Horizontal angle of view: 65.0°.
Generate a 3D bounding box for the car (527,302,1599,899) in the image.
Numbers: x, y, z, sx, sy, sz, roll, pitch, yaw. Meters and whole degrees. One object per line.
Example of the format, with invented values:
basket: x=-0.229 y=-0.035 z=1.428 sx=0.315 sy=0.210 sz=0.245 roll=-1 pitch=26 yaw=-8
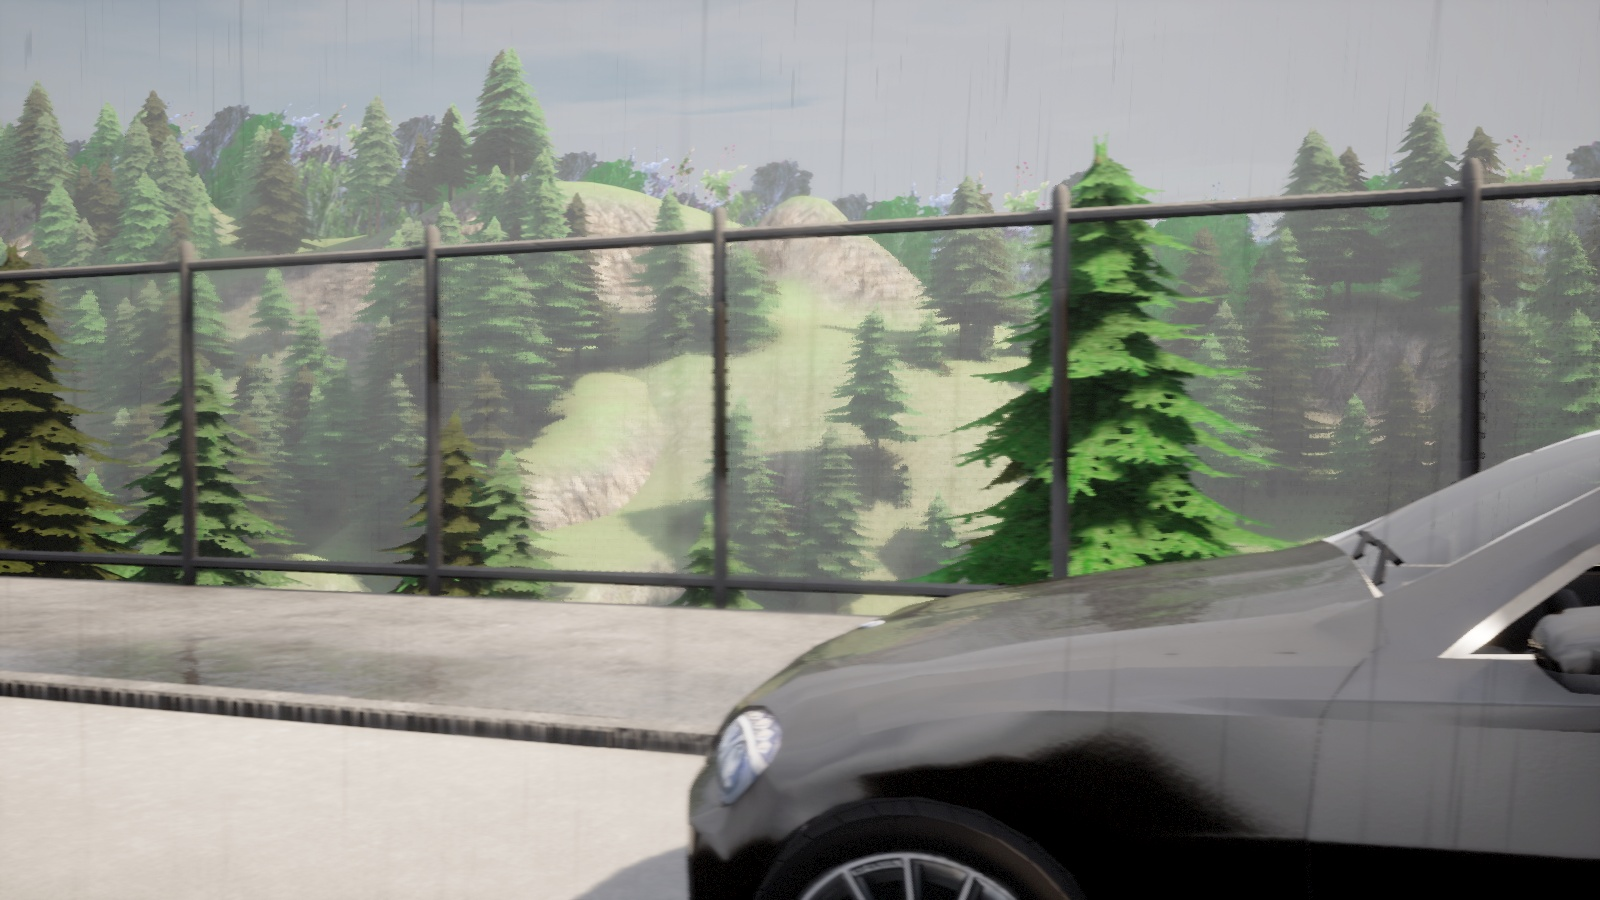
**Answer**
car: x=2.121 y=0.566 z=3.003 sx=5.027 sy=1.651 sz=2.152 roll=1 pitch=1 yaw=19
